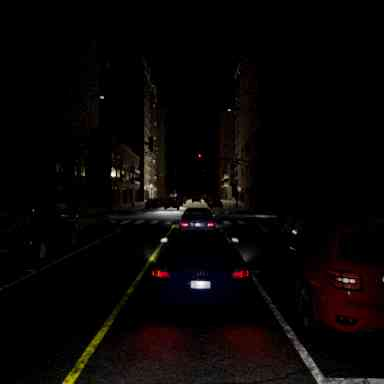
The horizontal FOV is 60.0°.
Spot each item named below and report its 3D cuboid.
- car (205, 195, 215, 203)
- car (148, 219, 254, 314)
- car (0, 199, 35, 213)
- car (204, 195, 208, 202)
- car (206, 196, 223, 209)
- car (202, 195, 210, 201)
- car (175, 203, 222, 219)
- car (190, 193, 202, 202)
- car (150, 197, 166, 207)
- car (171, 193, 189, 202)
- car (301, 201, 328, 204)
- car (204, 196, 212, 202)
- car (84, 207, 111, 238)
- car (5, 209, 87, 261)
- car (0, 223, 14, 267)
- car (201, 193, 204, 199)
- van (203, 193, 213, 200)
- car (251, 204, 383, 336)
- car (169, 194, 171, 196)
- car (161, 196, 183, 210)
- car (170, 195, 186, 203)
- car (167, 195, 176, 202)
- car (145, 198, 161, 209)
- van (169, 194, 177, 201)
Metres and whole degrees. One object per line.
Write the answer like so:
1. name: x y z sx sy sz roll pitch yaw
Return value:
1. car: 3.329 1.589 50.547 1.802 1.307 4.206 1 0 1
2. car: 0.178 1.565 7.735 1.994 1.385 4.181 0 0 1
3. car: -16.412 1.338 29.303 4.902 1.511 2.128 1 -1 1
4. car: 3.403 1.590 56.220 1.802 1.307 4.206 1 0 1
5. car: 3.255 1.588 44.874 1.802 1.307 4.206 1 0 1
6. car: 3.849 1.589 90.257 1.947 1.339 4.313 1 0 1
7. car: 0.276 1.549 17.799 2.033 1.411 5.357 0 0 0
8. car: 0.976 1.493 74.265 1.882 1.535 5.008 0 0 1
9. car: -5.196 1.551 50.668 1.887 1.381 4.507 1 0 1
10. car: -2.256 1.362 62.272 2.097 1.767 4.553 0 0 1
11. car: 11.353 1.616 31.987 4.902 1.511 2.128 0 -1 1
12. car: 3.700 1.599 78.911 1.802 1.307 4.206 1 0 1
13. car: -5.626 1.527 17.808 1.752 1.417 4.829 1 0 1
14. car: -5.698 1.546 12.354 1.887 1.381 4.507 1 0 1
15. car: -5.773 1.526 6.560 1.752 1.417 4.829 1 0 1
16. car: 3.554 1.327 67.566 2.192 1.841 5.009 1 0 1
17. van: 3.480 1.351 61.893 1.690 1.788 3.998 1 0 1
18. car: 2.756 1.316 6.609 2.192 1.841 5.009 1 0 1
19. car: -4.973 1.594 67.685 1.802 1.307 4.206 1 0 1
20. car: -2.541 1.606 43.200 1.895 1.301 4.718 0 0 1
21. car: -2.411 1.608 52.631 1.895 1.301 4.718 0 0 1
22. car: -4.823 1.457 79.030 1.967 1.590 4.097 1 0 1
23. car: -5.270 1.550 44.995 1.887 1.381 4.507 1 0 1
24. van: -4.748 1.361 84.702 1.690 1.788 3.998 1 0 1
